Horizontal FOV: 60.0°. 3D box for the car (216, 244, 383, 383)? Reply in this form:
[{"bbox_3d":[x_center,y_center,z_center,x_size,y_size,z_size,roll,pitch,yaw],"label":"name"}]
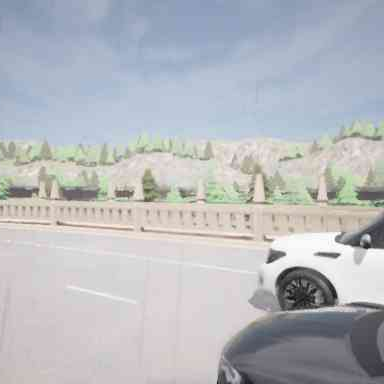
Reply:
[{"bbox_3d":[2.433,1.479,2.078,4.902,1.511,2.128,0,0,36],"label":"car"}]

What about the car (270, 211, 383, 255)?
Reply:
[{"bbox_3d":[3.890,1.194,5.373,5.566,2.045,2.150,0,0,35],"label":"car"}]
